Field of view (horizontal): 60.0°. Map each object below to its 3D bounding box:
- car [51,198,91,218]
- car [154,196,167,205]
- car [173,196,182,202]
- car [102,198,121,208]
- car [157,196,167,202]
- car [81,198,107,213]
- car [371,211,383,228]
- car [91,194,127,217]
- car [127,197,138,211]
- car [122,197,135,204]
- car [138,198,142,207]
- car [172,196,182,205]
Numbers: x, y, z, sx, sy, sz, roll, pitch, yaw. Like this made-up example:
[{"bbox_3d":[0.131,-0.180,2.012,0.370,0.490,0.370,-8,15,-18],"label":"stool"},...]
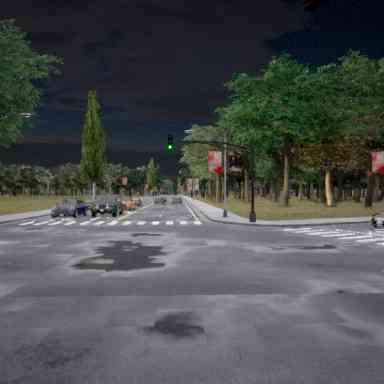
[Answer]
[{"bbox_3d":[-11.188,1.381,30.574,2.097,1.767,4.553,0,0,-2],"label":"car"},{"bbox_3d":[-5.992,1.577,61.982,2.128,1.511,4.902,0,0,-3],"label":"car"},{"bbox_3d":[-3.205,1.543,72.563,1.895,1.301,4.718,0,0,-3],"label":"car"},{"bbox_3d":[-12.036,1.657,50.025,1.895,1.301,4.718,0,0,-2],"label":"car"},{"bbox_3d":[-6.452,1.541,72.419,1.895,1.301,4.718,0,0,-3],"label":"car"},{"bbox_3d":[-11.580,1.545,39.520,1.837,1.490,4.892,0,0,-2],"label":"car"},{"bbox_3d":[13.687,1.601,21.382,4.902,1.511,2.128,0,0,-25],"label":"car"},{"bbox_3d":[-7.986,1.253,31.821,2.150,2.045,5.566,0,0,-2],"label":"car"},{"bbox_3d":[-8.407,1.396,41.485,2.097,1.767,4.553,0,0,-2],"label":"car"},{"bbox_3d":[-12.688,1.679,66.274,1.994,1.385,4.181,0,0,-3],"label":"car"},{"bbox_3d":[-8.836,1.586,51.505,1.812,1.442,4.674,0,0,-2],"label":"car"},{"bbox_3d":[-2.745,1.579,62.125,2.128,1.511,4.902,0,0,-3],"label":"car"}]
